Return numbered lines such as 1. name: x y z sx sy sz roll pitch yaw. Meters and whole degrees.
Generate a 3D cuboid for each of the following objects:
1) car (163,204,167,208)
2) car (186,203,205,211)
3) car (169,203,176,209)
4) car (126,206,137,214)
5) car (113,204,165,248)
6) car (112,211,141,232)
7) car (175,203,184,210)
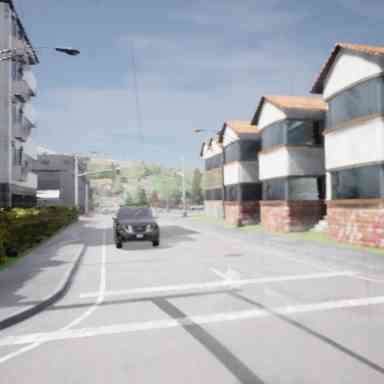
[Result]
1. car: -5.001 4.020 95.140 4.605 1.855 1.932 -1 -2 -15
2. car: 1.238 3.411 73.916 3.806 1.475 1.970 -1 -2 -15
3. car: -3.876 3.898 92.432 3.866 1.878 1.905 -1 -2 -15
4. car: -12.960 3.776 70.960 2.033 1.411 5.357 -1 -2 -14
5. car: -3.170 1.840 18.561 2.150 2.045 5.566 -1 -2 -14
6. car: -5.734 2.455 28.623 2.128 1.511 4.902 -1 -2 -14
7. car: -0.680 3.549 80.048 5.027 1.636 2.152 -1 -2 -15
